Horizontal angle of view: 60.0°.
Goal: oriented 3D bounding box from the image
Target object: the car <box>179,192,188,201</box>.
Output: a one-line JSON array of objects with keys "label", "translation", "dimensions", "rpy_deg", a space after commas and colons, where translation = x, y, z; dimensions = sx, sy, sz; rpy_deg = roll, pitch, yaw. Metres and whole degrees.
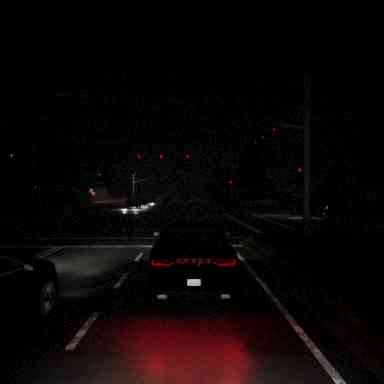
[{"label": "car", "translation": [-2.208, 1.139, 85.378], "dimensions": [2.150, 2.045, 5.566], "rpy_deg": [0, 0, -1]}]

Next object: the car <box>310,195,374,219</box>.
[{"label": "car", "translation": [13.208, 1.352, 29.000], "dimensions": [4.553, 1.767, 2.097], "rpy_deg": [0, 0, -2]}]

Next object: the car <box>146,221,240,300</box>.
[{"label": "car", "translation": [0.000, 1.478, 8.461], "dimensions": [1.882, 1.535, 5.008], "rpy_deg": [0, 0, -1]}]

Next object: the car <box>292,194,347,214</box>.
[{"label": "car", "translation": [12.728, 1.221, 32.489], "dimensions": [5.566, 2.045, 2.150], "rpy_deg": [0, 0, -2]}]

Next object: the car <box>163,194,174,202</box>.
[{"label": "car", "translation": [-5.430, 1.532, 74.624], "dimensions": [2.033, 1.411, 5.357], "rpy_deg": [0, 0, -1]}]

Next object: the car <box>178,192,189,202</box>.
[{"label": "car", "translation": [-1.933, 1.219, 74.774], "dimensions": [2.150, 2.045, 5.566], "rpy_deg": [0, 0, -1]}]

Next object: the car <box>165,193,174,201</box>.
[{"label": "car", "translation": [-5.705, 1.269, 85.229], "dimensions": [2.097, 1.767, 4.553], "rpy_deg": [0, 0, -1]}]

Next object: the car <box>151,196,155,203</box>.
[{"label": "car", "translation": [-8.806, 1.525, 69.768], "dimensions": [2.128, 1.511, 4.902], "rpy_deg": [0, 0, -1]}]

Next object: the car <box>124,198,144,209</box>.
[{"label": "car", "translation": [-8.285, 1.525, 46.500], "dimensions": [1.812, 1.442, 4.674], "rpy_deg": [0, 0, -1]}]

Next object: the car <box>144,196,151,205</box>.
[{"label": "car", "translation": [-8.540, 1.600, 56.389], "dimensions": [1.895, 1.301, 4.718], "rpy_deg": [0, 0, -1]}]

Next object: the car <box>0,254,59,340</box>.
[{"label": "car", "translation": [-3.468, 1.491, 4.469], "dimensions": [2.128, 1.511, 4.902], "rpy_deg": [0, 0, 0]}]
